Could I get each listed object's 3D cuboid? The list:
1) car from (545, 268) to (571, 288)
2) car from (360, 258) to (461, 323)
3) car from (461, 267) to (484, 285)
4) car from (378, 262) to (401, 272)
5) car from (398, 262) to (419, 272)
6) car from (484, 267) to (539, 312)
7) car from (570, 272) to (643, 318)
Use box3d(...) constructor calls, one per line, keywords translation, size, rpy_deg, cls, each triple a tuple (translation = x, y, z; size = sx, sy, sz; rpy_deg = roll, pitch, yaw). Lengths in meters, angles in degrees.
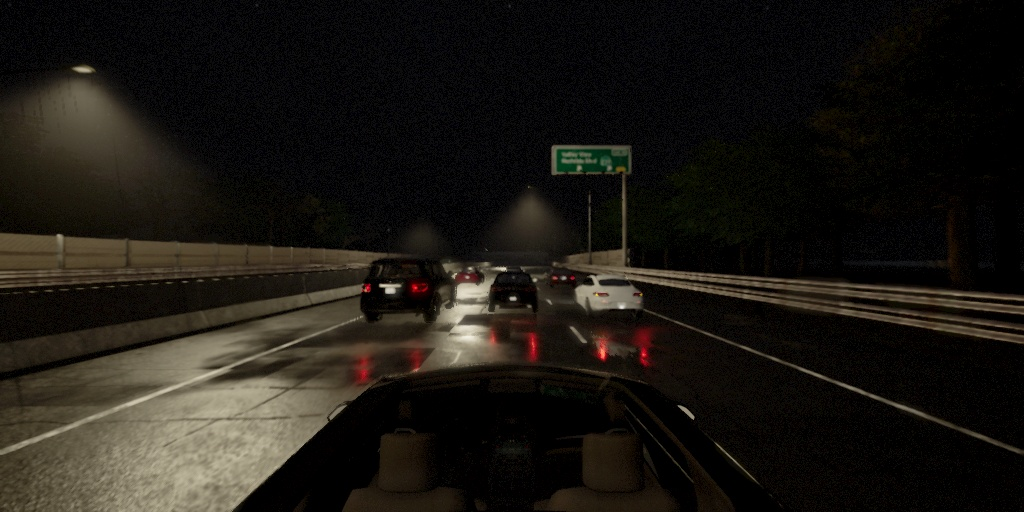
box3d(translation=(3.591, 1.578, 26.861), size=(2.033, 1.411, 5.357), rpy_deg=(0, -1, 1), cls="car")
box3d(translation=(-3.453, 1.107, 12.944), size=(2.150, 2.045, 5.566), rpy_deg=(0, 0, 1), cls="car")
box3d(translation=(-3.372, 1.619, 29.277), size=(1.994, 1.385, 4.181), rpy_deg=(0, 0, 1), cls="car")
box3d(translation=(-20.675, 1.864, 60.575), size=(2.128, 1.511, 4.902), rpy_deg=(0, -1, 1), cls="car")
box3d(translation=(-17.196, 1.842, 59.841), size=(1.882, 1.535, 5.008), rpy_deg=(0, -1, 1), cls="car")
box3d(translation=(0.075, 1.386, 15.239), size=(1.882, 1.535, 5.008), rpy_deg=(0, 0, 1), cls="car")
box3d(translation=(3.550, 1.418, 13.659), size=(1.812, 1.442, 4.674), rpy_deg=(0, -1, 2), cls="car")
